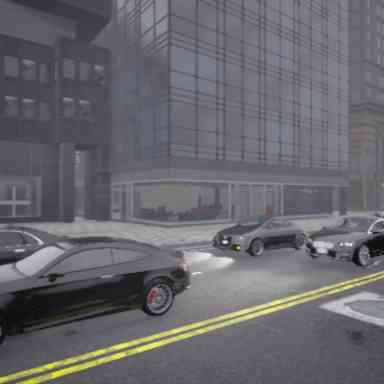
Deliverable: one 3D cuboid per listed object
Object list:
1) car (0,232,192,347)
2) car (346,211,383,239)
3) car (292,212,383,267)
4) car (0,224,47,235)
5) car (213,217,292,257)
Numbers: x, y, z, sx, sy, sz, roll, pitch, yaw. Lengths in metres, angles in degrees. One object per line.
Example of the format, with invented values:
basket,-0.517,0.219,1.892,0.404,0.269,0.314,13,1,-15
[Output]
car,-2.155,1.592,6.137,4.674,1.442,1.812,1,-1,-36
car,11.465,1.890,20.080,4.718,1.301,1.895,1,-1,-37
car,6.187,1.665,12.232,4.902,1.511,2.128,1,-1,-36
car,-5.266,1.579,7.891,4.892,1.490,1.837,1,-1,-36
car,2.905,1.743,13.844,4.181,1.385,1.994,1,-1,-35
